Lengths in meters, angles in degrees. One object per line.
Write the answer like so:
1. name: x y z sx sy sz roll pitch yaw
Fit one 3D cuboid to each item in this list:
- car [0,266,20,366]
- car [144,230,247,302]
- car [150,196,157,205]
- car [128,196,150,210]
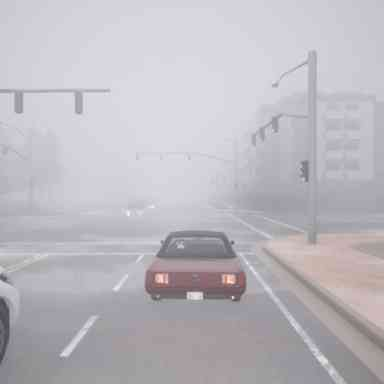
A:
1. car: -3.455 1.220 2.189 2.150 2.045 5.566 0 0 1
2. car: 0.132 1.597 8.246 1.895 1.301 4.718 0 0 2
3. car: -7.064 1.462 56.754 2.128 1.511 4.902 0 0 1
4. car: -7.084 1.456 43.450 1.882 1.535 5.008 0 0 0
